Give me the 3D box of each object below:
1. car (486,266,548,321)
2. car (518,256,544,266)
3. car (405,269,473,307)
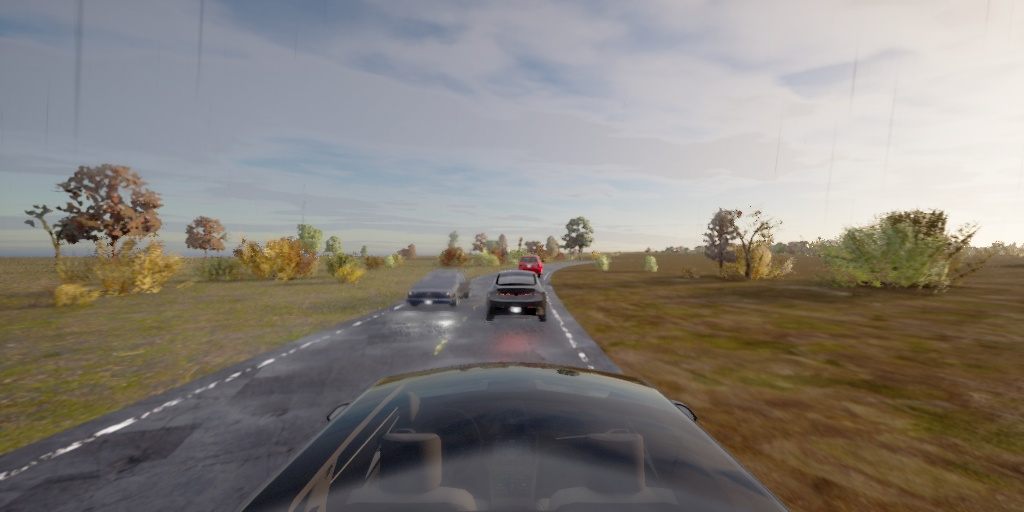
[{"bbox_3d":[0.180,1.263,12.505,1.837,1.490,4.892,0,0,2],"label":"car"},{"bbox_3d":[1.856,0.988,34.433,2.150,2.045,5.566,0,0,7],"label":"car"},{"bbox_3d":[-2.924,1.302,15.686,2.033,1.411,5.357,0,0,3],"label":"car"}]
